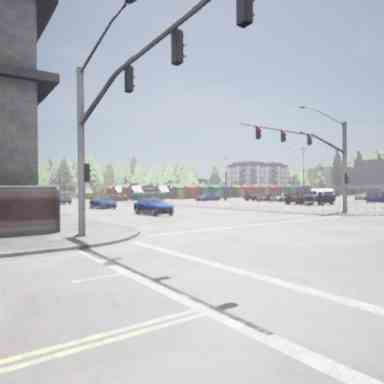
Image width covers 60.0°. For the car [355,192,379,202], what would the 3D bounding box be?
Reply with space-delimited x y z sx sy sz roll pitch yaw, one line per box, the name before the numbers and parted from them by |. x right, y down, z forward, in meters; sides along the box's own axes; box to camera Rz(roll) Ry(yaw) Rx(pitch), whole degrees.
car | 30.170 0.757 58.022 3.806 1.475 1.970 -1 0 -35

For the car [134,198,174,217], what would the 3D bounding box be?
car | -3.432 1.266 29.450 1.882 1.535 5.008 -1 0 -36

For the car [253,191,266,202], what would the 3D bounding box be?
car | 12.836 0.891 56.410 3.905 1.438 1.784 -1 0 -35

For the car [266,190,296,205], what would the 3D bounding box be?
car | 14.503 0.922 54.043 3.806 1.475 1.970 -1 0 -35

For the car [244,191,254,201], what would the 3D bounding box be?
car | 11.248 0.680 58.574 4.605 1.855 1.932 -1 0 -35

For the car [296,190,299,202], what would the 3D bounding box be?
car | 20.365 0.515 71.784 4.605 1.855 1.932 -1 0 -35

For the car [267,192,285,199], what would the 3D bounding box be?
car | 18.752 0.724 74.190 3.905 1.438 1.784 -1 0 -35

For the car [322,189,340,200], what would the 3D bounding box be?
car | 34.677 0.326 81.888 3.866 1.878 1.905 -1 0 -35

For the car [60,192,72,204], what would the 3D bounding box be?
car | -21.732 1.048 55.222 2.150 2.045 5.566 -1 0 -36

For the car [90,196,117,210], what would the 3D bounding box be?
car | -10.532 1.266 39.387 1.882 1.535 5.008 -1 1 -36
